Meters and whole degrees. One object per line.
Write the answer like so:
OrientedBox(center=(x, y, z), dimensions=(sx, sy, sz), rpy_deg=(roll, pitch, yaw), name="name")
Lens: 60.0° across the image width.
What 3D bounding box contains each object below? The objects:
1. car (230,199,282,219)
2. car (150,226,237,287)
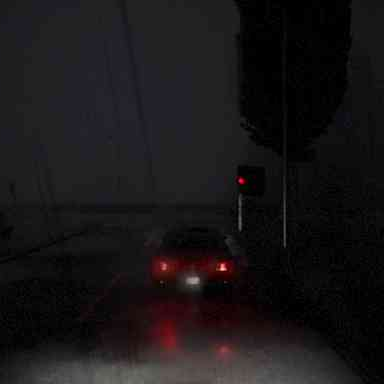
OrientedBox(center=(5.751, 1.406, 29.643), dimensions=(4.553, 1.767, 2.097), rpy_deg=(0, 0, -18), name="car")
OrientedBox(center=(0.052, 1.618, 9.335), dimensions=(1.895, 1.301, 4.718), rpy_deg=(0, 0, 1), name="car")
